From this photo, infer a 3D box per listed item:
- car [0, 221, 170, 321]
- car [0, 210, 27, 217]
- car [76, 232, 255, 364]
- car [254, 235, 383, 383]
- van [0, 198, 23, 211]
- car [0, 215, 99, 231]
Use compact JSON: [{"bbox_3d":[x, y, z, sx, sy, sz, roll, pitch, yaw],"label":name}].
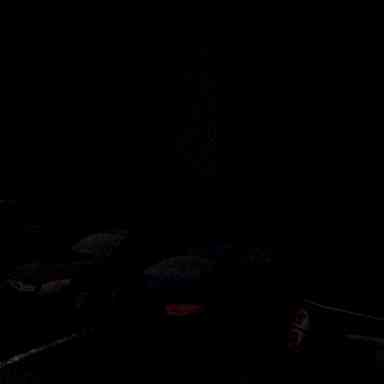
[{"bbox_3d":[-1.651,1.529,7.558,2.002,1.452,4.674,0,0,36],"label":"car"},{"bbox_3d":[-6.120,1.513,10.783,2.163,1.488,4.792,0,0,36],"label":"car"},{"bbox_3d":[0.587,1.526,5.953,2.002,1.452,4.674,0,0,36],"label":"car"},{"bbox_3d":[2.817,1.356,4.325,2.185,1.767,4.553,0,0,36],"label":"car"},{"bbox_3d":[-8.308,1.251,12.454,1.878,1.987,4.442,0,0,36],"label":"van"},{"bbox_3d":[-3.914,1.519,9.135,2.163,1.488,4.792,0,0,36],"label":"car"}]
